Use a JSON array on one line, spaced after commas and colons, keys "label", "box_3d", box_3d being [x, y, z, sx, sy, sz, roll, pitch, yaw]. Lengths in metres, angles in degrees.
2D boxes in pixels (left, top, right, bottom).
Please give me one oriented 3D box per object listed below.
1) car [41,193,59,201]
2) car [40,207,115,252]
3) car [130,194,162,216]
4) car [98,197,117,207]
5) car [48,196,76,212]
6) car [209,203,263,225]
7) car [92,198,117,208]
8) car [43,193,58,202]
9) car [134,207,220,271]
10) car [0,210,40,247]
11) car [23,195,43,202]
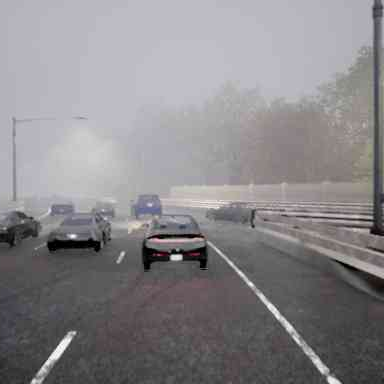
[{"label": "car", "box_3d": [-34.429, 1.156, 80.530, 5.566, 2.045, 2.150, 0, 0, 44]}, {"label": "car", "box_3d": [-4.536, 1.547, 13.871, 1.994, 1.385, 4.181, 0, 0, -8]}, {"label": "car", "box_3d": [-4.038, 1.169, 28.869, 2.150, 2.045, 5.566, 0, 0, -16]}, {"label": "car", "box_3d": [-13.353, 1.521, 52.280, 1.895, 1.301, 4.718, 0, 0, -28]}, {"label": "car", "box_3d": [-12.038, 1.446, 31.223, 1.882, 1.535, 5.008, 0, 0, -17]}, {"label": "car", "box_3d": [3.150, 1.480, 23.537, 2.033, 1.411, 5.357, 0, 0, -33]}, {"label": "car", "box_3d": [-8.148, 1.522, 30.366, 1.994, 1.385, 4.181, 0, 0, -16]}, {"label": "car", "box_3d": [-31.220, 1.320, 72.108, 1.812, 1.442, 4.674, 0, 0, -43]}, {"label": "car", "box_3d": [-0.630, 1.468, 10.932, 2.128, 1.511, 4.902, 0, 0, -6]}, {"label": "car", "box_3d": [-8.196, 1.519, 14.676, 1.812, 1.442, 4.674, 0, 0, -9]}, {"label": "car", "box_3d": [-33.833, 1.336, 69.780, 2.128, 1.511, 4.902, 0, 0, -43]}]
